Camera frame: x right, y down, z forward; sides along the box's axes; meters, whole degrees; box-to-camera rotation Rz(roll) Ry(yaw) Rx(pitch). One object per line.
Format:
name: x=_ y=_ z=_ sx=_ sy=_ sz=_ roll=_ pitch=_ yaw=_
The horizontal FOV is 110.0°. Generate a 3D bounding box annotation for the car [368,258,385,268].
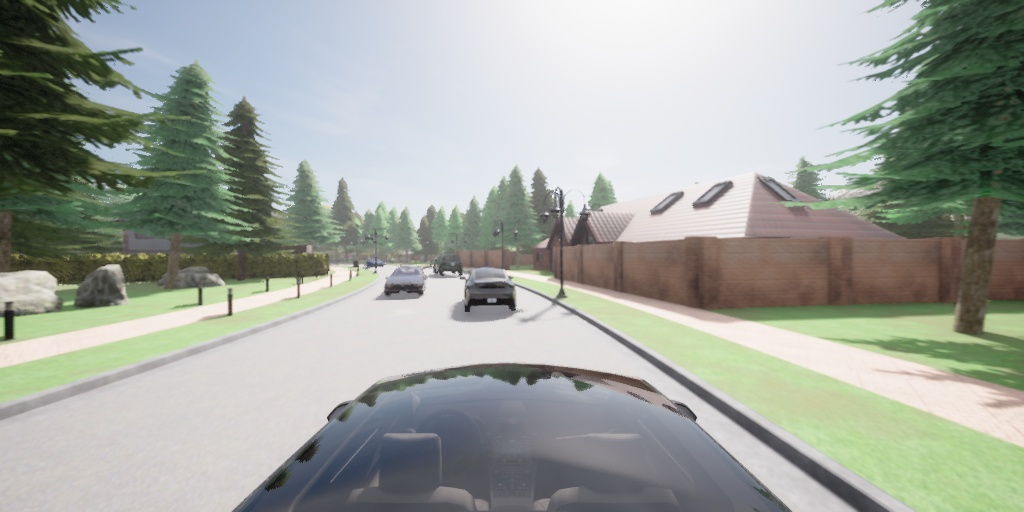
car: x=-21.647 y=1.093 z=56.848 sx=1.882 sy=1.535 sz=5.008 roll=0 pitch=0 yaw=-34

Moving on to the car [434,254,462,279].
car: x=-6.394 y=0.863 z=35.658 sx=2.150 sy=2.045 sz=5.566 roll=0 pitch=0 yaw=-20

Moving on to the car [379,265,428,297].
car: x=-5.425 y=1.251 z=18.826 sx=2.033 sy=1.411 sz=5.357 roll=0 pitch=0 yaw=-11

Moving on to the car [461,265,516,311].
car: x=-0.978 y=1.210 z=14.223 sx=1.837 sy=1.490 sz=4.892 roll=0 pitch=0 yaw=-8

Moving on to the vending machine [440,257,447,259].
vending machine: x=-10.096 y=0.785 z=52.575 sx=1.100 sy=2.100 sz=0.880 roll=0 pitch=0 yaw=-30
